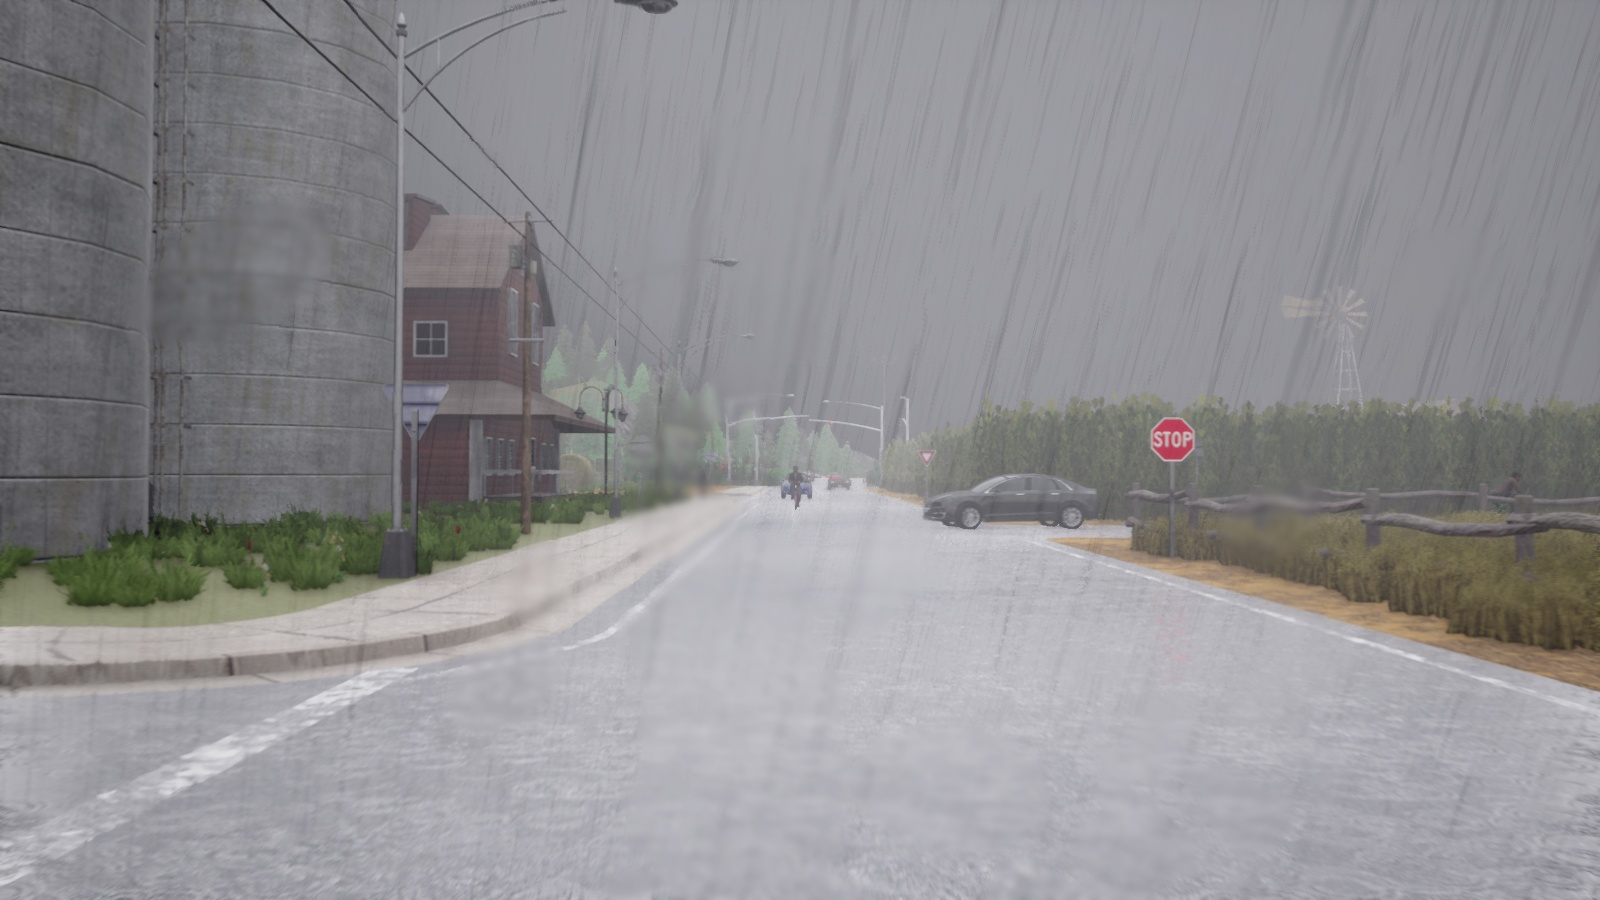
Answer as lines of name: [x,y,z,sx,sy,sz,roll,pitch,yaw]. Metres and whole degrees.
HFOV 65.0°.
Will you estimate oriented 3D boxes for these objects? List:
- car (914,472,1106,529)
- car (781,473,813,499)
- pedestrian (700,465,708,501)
car: [5.774,1.378,34.704,4.892,1.490,1.837,0,-1,-10]
car: [-0.171,2.024,71.422,1.816,1.474,4.193,0,-1,0]
pedestrian: [-4.969,1.697,64.896,0.376,1.854,0.720,0,-1,-4]
